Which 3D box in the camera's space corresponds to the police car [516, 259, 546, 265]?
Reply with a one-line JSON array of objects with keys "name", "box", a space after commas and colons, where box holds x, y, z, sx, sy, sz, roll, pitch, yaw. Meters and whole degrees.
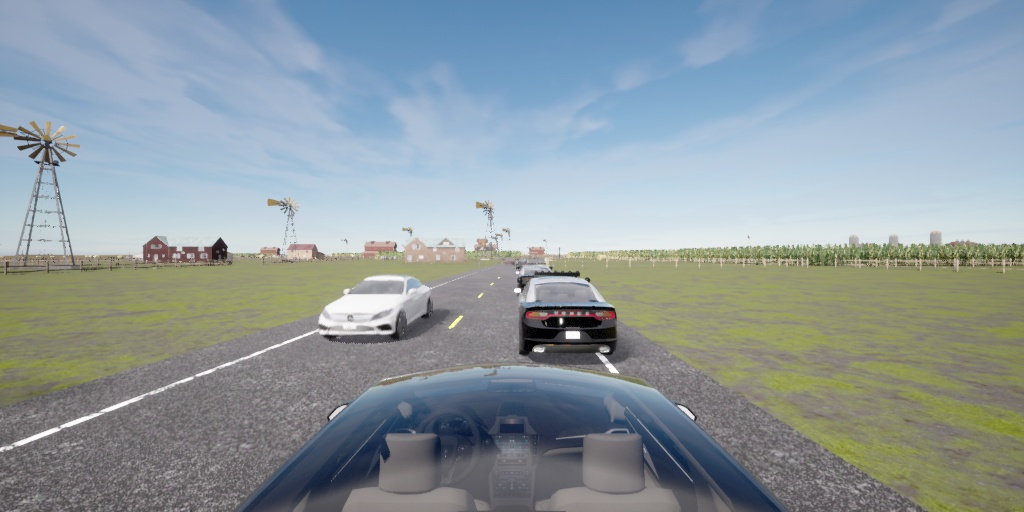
[{"name": "police car", "box": [1.226, 1.173, 18.806, 1.930, 1.638, 5.238, 0, 0, 1]}]

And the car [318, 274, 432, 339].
[{"name": "car", "box": [-3.535, 1.276, 10.178, 1.812, 1.442, 4.674, 0, 0, 1]}]

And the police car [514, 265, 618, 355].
[{"name": "police car", "box": [1.084, 1.176, 8.837, 1.930, 1.638, 5.238, 0, 0, 1]}]

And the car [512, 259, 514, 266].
[{"name": "car", "box": [1.595, 1.209, 53.944, 2.128, 1.511, 4.902, 0, 0, 4]}]
